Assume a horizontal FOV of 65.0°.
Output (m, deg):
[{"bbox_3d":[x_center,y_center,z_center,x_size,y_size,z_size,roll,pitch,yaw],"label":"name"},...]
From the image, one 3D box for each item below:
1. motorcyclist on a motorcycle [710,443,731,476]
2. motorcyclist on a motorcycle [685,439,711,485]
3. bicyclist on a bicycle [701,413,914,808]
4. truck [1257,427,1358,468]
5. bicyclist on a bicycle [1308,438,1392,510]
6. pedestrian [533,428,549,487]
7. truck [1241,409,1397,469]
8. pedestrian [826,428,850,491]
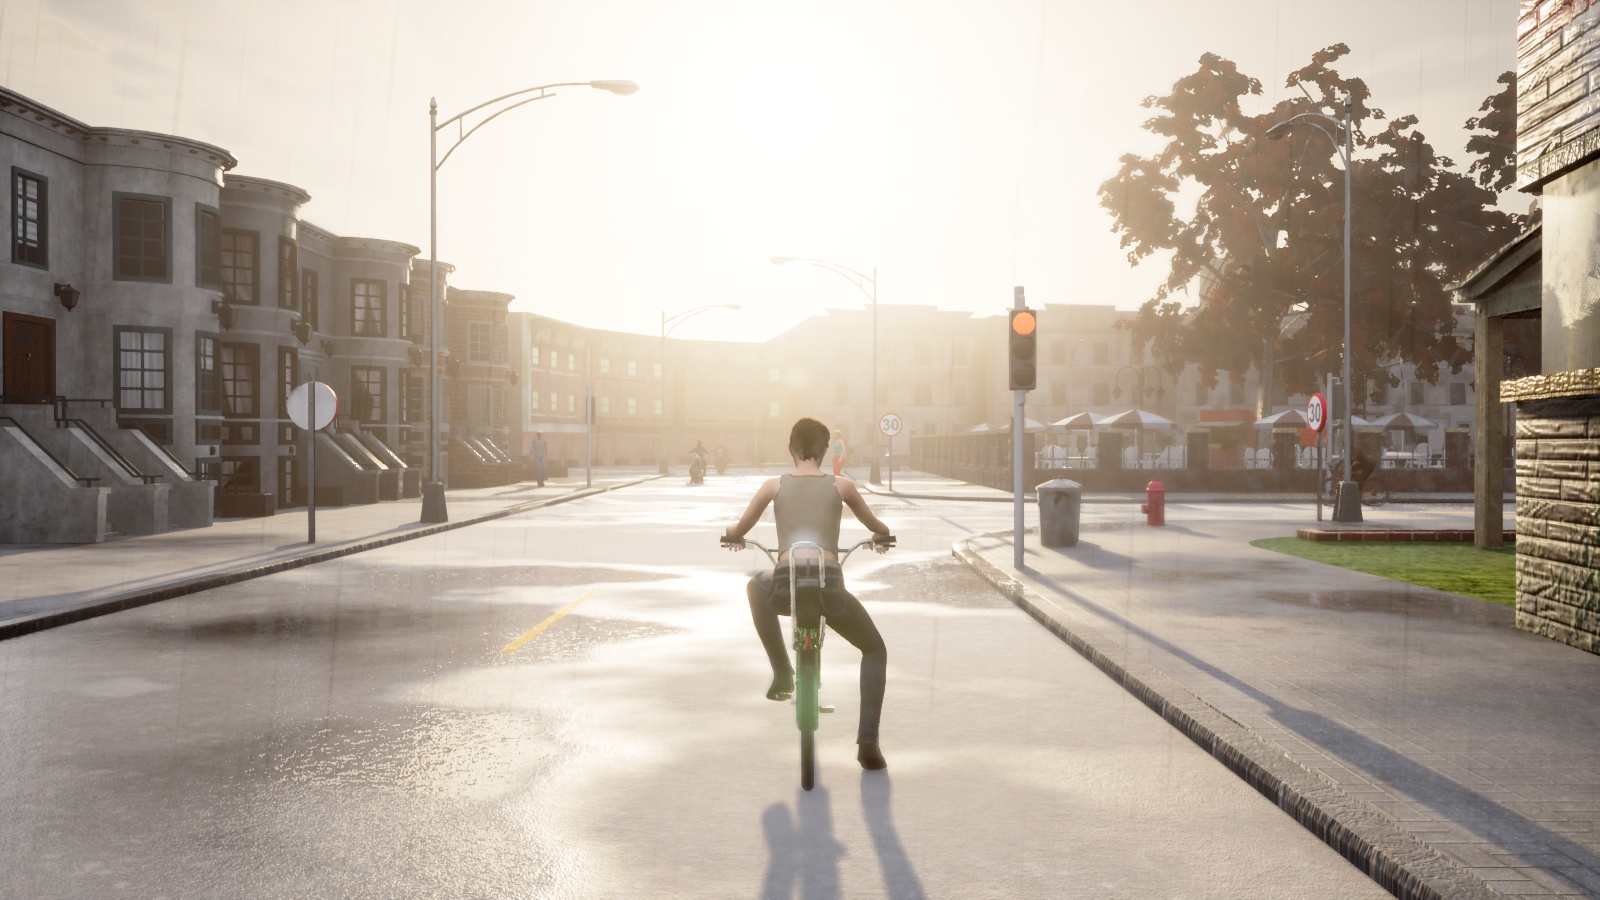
[{"bbox_3d":[-3.749,0.443,59.384,0.866,1.530,2.191,0,0,0],"label":"motorcyclist on a motorcycle"},{"bbox_3d":[-3.778,0.429,46.842,0.766,1.649,2.350,0,0,0],"label":"motorcyclist on a motorcycle"},{"bbox_3d":[0.037,0.650,5.875,0.866,1.612,1.509,0,0,0],"label":"bicyclist on a bicycle"},{"bbox_3d":[31.446,-0.155,77.877,5.204,2.467,2.627,0,0,0],"label":"truck"},{"bbox_3d":[12.560,0.547,28.704,1.656,1.620,0.582,0,0,0],"label":"bicyclist on a bicycle"},{"bbox_3d":[-8.143,0.227,39.453,0.354,1.836,0.706,0,0,-22],"label":"pedestrian"},{"bbox_3d":[30.431,-0.628,73.876,7.936,3.462,2.891,0,0,0],"label":"truck"},{"bbox_3d":[1.115,0.283,36.991,0.594,1.836,0.345,0,0,-24],"label":"pedestrian"}]
